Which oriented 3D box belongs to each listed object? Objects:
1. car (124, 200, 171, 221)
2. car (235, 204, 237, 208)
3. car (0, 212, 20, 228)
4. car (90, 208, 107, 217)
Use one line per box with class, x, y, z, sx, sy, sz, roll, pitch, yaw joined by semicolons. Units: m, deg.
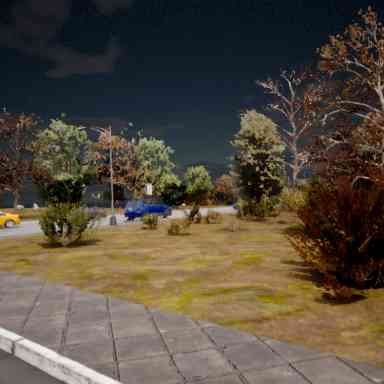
car;-4.441;1.809;33.967;2.150;2.045;5.566;-3;-2;32
car;9.383;2.582;62.523;1.895;1.301;4.718;-3;-2;33
car;-17.037;2.368;27.647;1.882;1.535;5.008;-3;-2;33
car;-11.710;2.459;35.886;2.033;1.411;5.357;-3;-2;32
